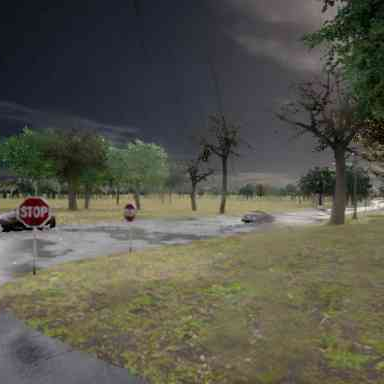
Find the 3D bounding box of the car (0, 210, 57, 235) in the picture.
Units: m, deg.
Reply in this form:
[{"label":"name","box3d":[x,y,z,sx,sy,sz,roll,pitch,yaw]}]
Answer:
[{"label":"car","box3d":[-11.492,1.933,21.928,1.882,1.535,5.008,1,-1,36]}]

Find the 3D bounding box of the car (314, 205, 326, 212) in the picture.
[{"label":"car","box3d":[31.234,4.010,81.043,1.812,1.442,4.674,1,-1,36]}]

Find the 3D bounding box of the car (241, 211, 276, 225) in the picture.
[{"label":"car","box3d":[7.251,2.762,35.912,2.033,1.411,5.357,1,-1,36]}]
